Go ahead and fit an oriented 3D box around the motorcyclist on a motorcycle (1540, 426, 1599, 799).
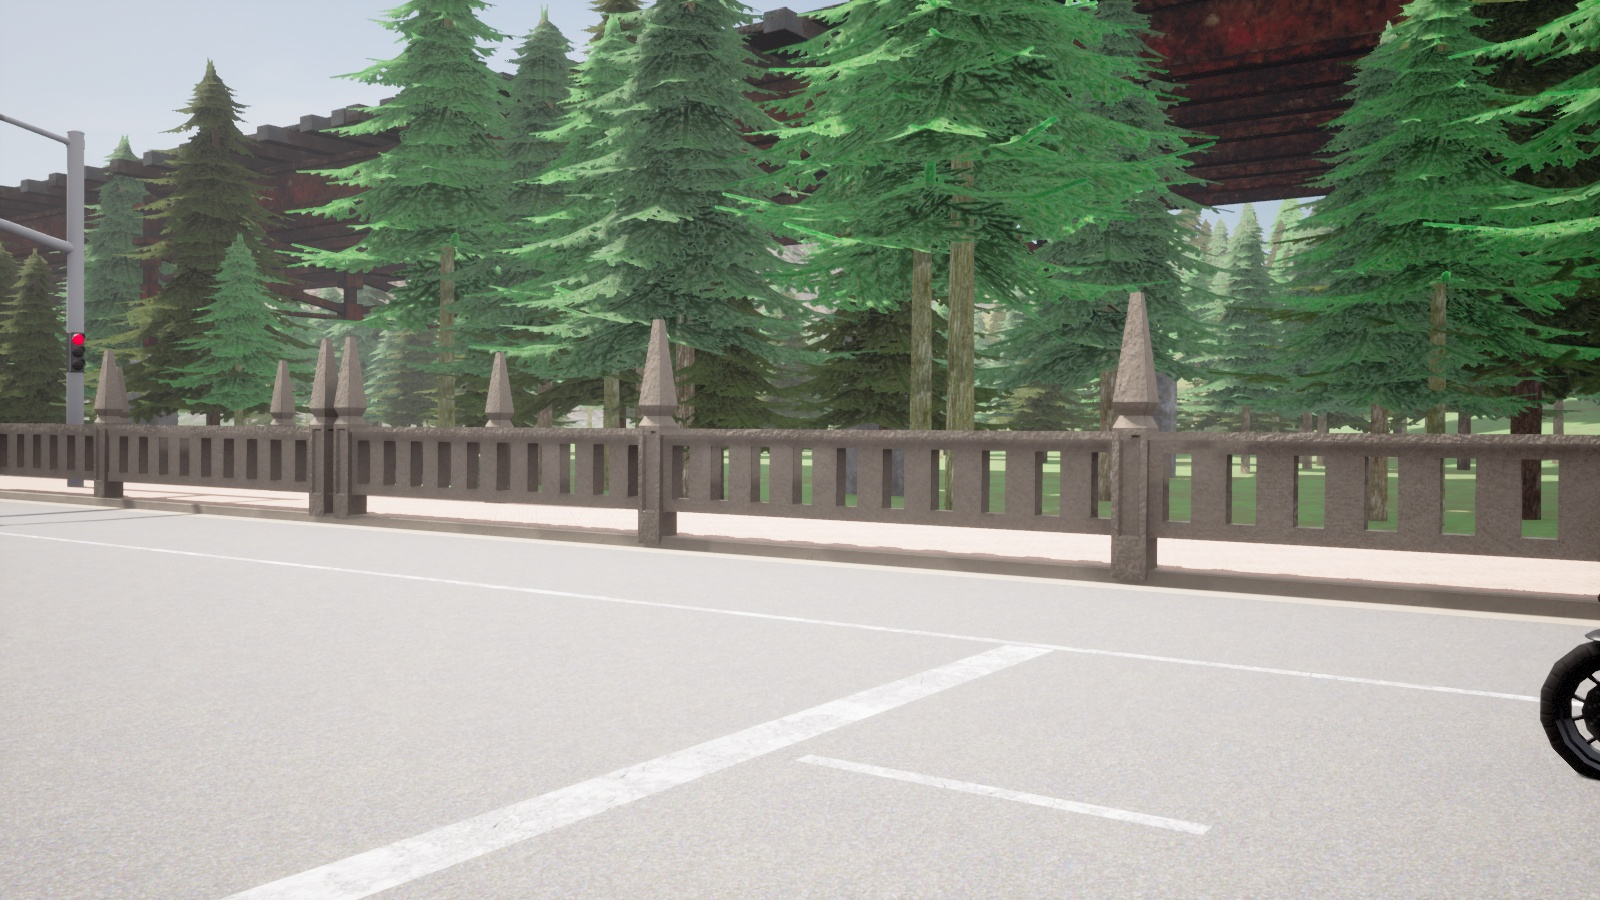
[{"bbox_3d":[4.247,0.660,5.004,2.191,1.530,0.866,0,1,34],"label":"motorcyclist on a motorcycle"}]
